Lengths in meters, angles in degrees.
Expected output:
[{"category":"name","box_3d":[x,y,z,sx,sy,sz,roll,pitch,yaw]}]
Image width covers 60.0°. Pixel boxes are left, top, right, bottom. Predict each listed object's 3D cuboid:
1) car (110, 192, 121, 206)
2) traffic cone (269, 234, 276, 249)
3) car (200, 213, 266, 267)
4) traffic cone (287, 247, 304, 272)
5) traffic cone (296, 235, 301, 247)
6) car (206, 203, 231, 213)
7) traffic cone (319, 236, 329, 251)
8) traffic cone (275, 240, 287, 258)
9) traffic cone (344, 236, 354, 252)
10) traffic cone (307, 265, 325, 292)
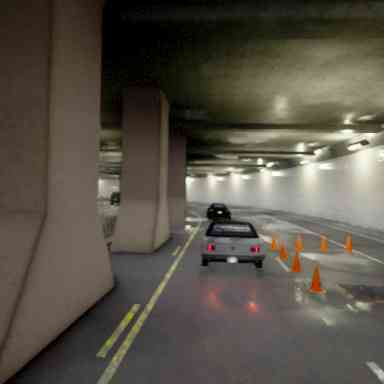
[{"category":"car","box_3d":[-11.364,1.006,51.142,2.150,2.045,5.566,1,0,-15]},{"category":"traffic cone","box_3d":[3.424,2.050,13.861,0.340,0.580,0.340,1,0,5]},{"category":"car","box_3d":[1.335,1.644,11.632,1.895,1.301,4.718,1,0,5]},{"category":"traffic cone","box_3d":[3.103,2.038,9.874,0.340,0.580,0.340,1,0,5]},{"category":"traffic cone","box_3d":[4.420,2.073,13.781,0.340,0.580,0.340,1,0,5]},{"category":"car","box_3d":[2.288,1.647,29.286,1.994,1.385,4.181,1,0,0]},{"category":"traffic cone","box_3d":[5.417,2.096,13.701,0.340,0.580,0.340,1,0,5]},{"category":"traffic cone","box_3d":[3.264,2.044,11.867,0.340,0.580,0.340,1,0,5]},{"category":"traffic cone","box_3d":[6.413,2.120,13.620,0.340,0.580,0.340,1,0,5]},{"category":"traffic cone","box_3d":[2.943,2.032,7.880,0.340,0.580,0.340,1,0,5]}]
